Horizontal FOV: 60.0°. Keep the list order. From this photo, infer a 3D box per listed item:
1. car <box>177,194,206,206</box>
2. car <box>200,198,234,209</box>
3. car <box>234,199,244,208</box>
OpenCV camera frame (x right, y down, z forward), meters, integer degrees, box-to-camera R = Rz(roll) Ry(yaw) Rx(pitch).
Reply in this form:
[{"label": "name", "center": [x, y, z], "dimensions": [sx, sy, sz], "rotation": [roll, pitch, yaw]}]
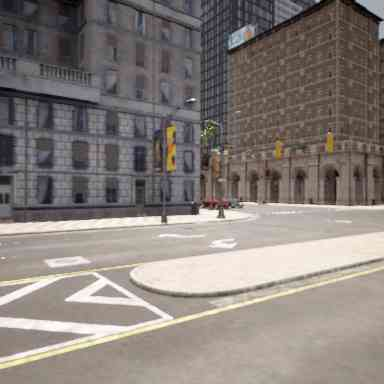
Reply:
[{"label": "car", "center": [-0.104, 1.321, 57.044], "dimensions": [2.150, 2.045, 5.566], "rotation": [0, 0, -34]}, {"label": "car", "center": [3.108, 1.567, 46.314], "dimensions": [1.882, 1.535, 5.008], "rotation": [0, 0, -35]}, {"label": "car", "center": [5.536, 1.592, 48.945], "dimensions": [2.128, 1.511, 4.902], "rotation": [0, 0, -35]}]
